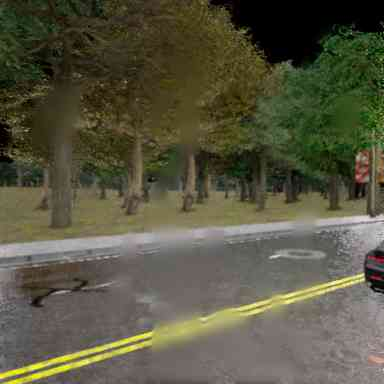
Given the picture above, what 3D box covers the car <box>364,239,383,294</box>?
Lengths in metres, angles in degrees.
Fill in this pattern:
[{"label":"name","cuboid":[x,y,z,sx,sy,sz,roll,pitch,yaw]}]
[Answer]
[{"label":"car","cuboid":[5.818,1.509,7.590,4.892,1.490,1.837,0,0,-36]}]
